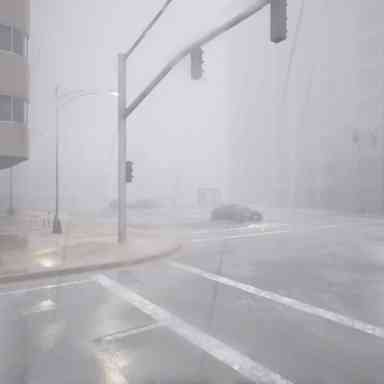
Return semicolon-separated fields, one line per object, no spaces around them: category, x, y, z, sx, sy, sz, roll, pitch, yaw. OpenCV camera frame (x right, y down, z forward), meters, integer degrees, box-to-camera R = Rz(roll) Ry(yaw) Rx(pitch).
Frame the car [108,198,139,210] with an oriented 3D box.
car;-8.868;1.507;41.345;1.837;1.490;4.892;0;-1;-36

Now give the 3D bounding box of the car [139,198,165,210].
car;-6.227;1.547;43.940;2.033;1.411;5.357;0;0;-36

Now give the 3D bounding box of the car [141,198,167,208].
car;-5.708;1.564;49.159;1.994;1.385;4.181;0;0;-36

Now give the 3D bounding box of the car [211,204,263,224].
car;3.249;1.564;24.683;1.994;1.385;4.181;0;0;-36
